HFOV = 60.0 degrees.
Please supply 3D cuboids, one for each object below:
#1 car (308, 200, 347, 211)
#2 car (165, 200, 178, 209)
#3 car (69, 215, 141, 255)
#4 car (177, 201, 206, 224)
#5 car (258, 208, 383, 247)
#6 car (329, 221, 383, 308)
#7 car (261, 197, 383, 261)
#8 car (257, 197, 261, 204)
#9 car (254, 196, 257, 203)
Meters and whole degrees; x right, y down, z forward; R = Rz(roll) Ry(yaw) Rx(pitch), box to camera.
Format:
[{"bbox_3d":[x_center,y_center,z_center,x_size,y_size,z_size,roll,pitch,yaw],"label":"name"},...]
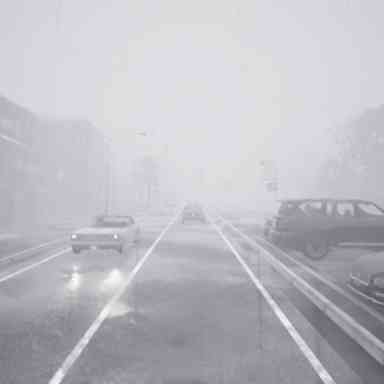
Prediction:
[{"bbox_3d":[18.691,1.868,46.026,4.674,1.452,2.002,0,-1,0],"label":"car"},{"bbox_3d":[-3.321,2.019,55.241,2.033,1.411,5.357,0,-1,1],"label":"car"},{"bbox_3d":[-3.353,1.635,13.619,1.895,1.301,4.718,0,0,0],"label":"car"},{"bbox_3d":[0.097,1.712,26.496,2.033,1.411,5.357,0,-1,0],"label":"car"},{"bbox_3d":[5.590,1.520,14.786,4.892,1.521,2.231,0,0,0],"label":"car"},{"bbox_3d":[5.600,1.478,6.381,4.892,1.521,2.231,0,0,0],"label":"car"},{"bbox_3d":[5.623,1.251,11.986,5.566,2.045,2.435,0,0,0],"label":"car"},{"bbox_3d":[18.744,2.054,80.060,4.553,1.767,2.185,0,-1,0],"label":"car"},{"bbox_3d":[18.673,2.254,83.228,4.674,1.452,2.002,0,-1,0],"label":"car"}]
